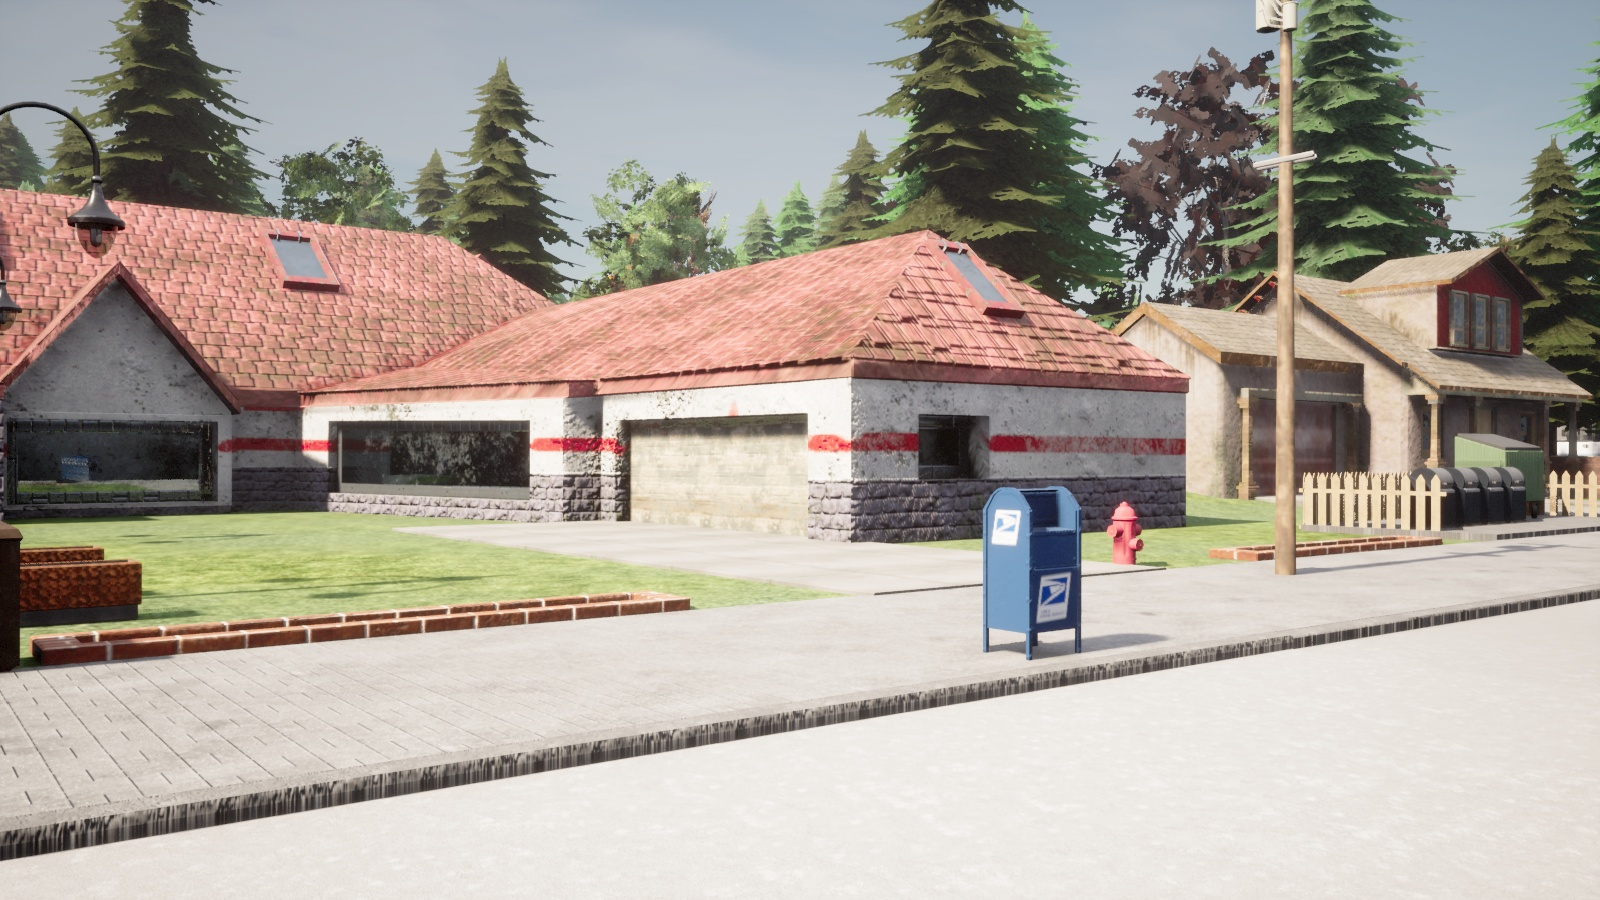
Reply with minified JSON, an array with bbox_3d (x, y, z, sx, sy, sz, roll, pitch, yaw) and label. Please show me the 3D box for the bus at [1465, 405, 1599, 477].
[{"bbox_3d":[47.497,-0.542,77.922,3.944,4.253,10.273,0,0,-37],"label":"bus"}]
